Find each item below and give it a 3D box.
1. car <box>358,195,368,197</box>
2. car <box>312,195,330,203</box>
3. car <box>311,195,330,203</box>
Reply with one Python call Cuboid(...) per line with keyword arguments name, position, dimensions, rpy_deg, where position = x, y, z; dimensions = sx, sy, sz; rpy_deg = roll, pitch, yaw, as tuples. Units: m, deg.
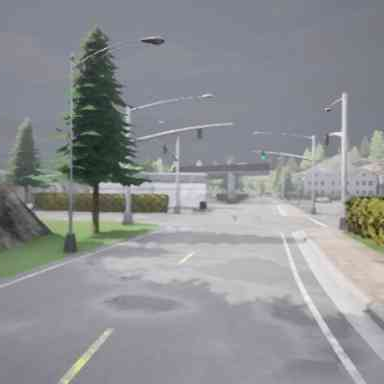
Cuboid(name="car", position=(37.952, 1.634, 75.114), dimensions=(4.605, 1.855, 1.932), rpy_deg=(0, 0, 12))
Cuboid(name="car", position=(30.991, 1.570, 80.040), dimensions=(3.866, 1.878, 1.905), rpy_deg=(0, 0, 12))
Cuboid(name="car", position=(29.667, 1.834, 76.928), dimensions=(3.806, 1.475, 1.970), rpy_deg=(0, 0, 12))
